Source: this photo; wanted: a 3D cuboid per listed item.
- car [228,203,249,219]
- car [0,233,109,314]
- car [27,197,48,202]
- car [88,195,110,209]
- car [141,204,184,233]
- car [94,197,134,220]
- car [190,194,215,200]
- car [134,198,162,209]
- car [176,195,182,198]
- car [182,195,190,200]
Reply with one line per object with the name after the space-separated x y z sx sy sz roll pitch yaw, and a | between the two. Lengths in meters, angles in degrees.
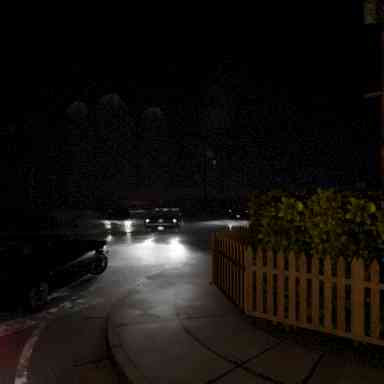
4.895 1.601 28.040 1.895 1.301 4.718 0 0 35 | car
-3.573 1.601 7.652 1.895 1.301 4.718 0 0 7 | car
-22.884 1.506 49.217 4.193 1.474 1.816 0 0 35 | car
-11.599 1.521 42.925 3.905 1.438 1.784 0 0 35 | car
-1.551 1.601 19.734 1.895 1.301 4.718 0 0 2 | car
-6.845 1.478 28.805 1.882 1.535 5.008 0 0 -26 | car
2.293 1.491 54.589 2.128 1.511 4.902 0 0 35 | car
-5.896 1.478 42.593 1.882 1.535 5.008 0 0 32 | car
-2.036 1.480 80.620 4.611 1.667 2.242 0 0 35 | car
0.967 1.310 61.565 4.605 1.855 1.932 0 0 35 | car
